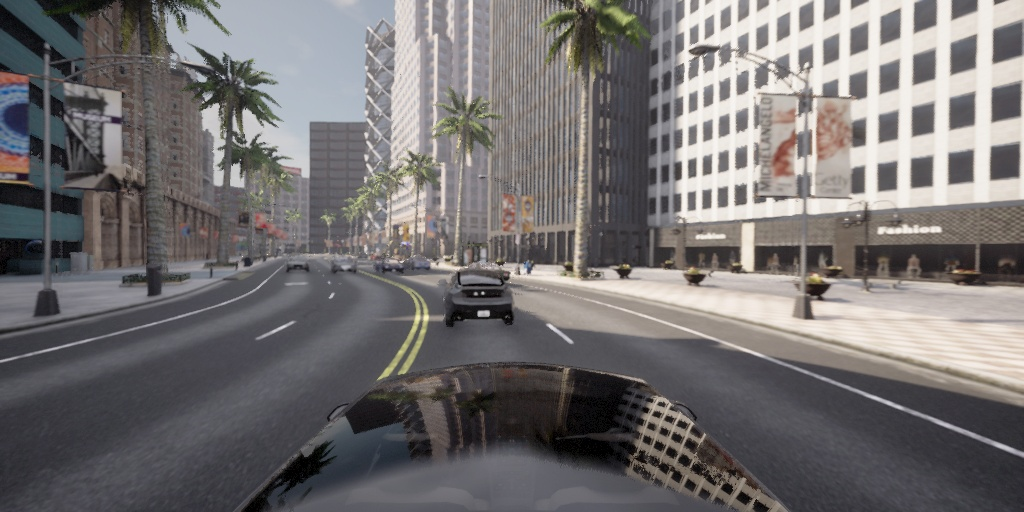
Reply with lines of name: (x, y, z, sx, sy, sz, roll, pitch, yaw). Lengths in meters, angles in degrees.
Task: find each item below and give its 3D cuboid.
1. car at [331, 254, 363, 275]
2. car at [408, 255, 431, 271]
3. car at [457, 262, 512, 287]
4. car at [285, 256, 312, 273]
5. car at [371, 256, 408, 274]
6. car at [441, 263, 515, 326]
car: (-14.988, 0.787, 31.918, 2.128, 1.511, 4.902, 0, 1, -30)
car: (-10.069, 0.831, 37.649, 2.033, 1.411, 5.357, 0, 1, -30)
car: (-1.927, 1.112, 23.163, 1.895, 1.301, 4.718, 0, 1, -26)
car: (-19.876, 0.738, 33.398, 1.837, 1.490, 4.892, 0, 0, -30)
car: (-11.278, 0.922, 32.781, 1.895, 1.301, 4.718, 0, 1, -30)
car: (-1.173, 1.146, 11.209, 1.837, 1.490, 4.892, 1, 0, -11)
